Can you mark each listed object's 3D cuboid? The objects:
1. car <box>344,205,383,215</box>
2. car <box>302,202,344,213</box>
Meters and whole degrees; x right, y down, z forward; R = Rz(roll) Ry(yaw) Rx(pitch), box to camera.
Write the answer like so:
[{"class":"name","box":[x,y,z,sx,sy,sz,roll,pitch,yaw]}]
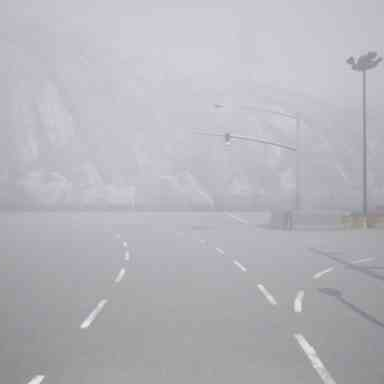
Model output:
[{"class":"car","box":[16.079,1.812,29.156,4.181,1.385,1.994,0,-1,-2]},{"class":"car","box":[15.951,1.888,39.658,5.357,1.411,2.033,0,-1,-2]}]
